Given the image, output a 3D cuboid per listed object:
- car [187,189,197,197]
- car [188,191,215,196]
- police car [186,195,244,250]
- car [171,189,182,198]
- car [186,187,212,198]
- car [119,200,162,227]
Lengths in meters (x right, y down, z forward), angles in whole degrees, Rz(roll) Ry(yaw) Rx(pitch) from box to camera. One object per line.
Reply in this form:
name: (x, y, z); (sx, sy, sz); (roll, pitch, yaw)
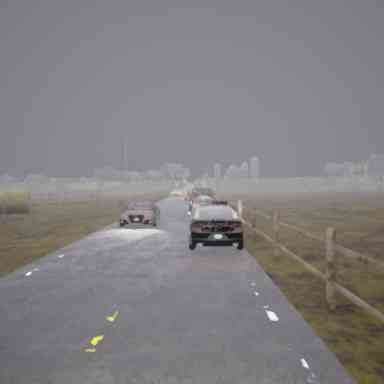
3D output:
car: (0.007, 0.215, 63.248); (1.812, 1.442, 4.674); (0, 1, 0)
car: (0.828, 0.967, 23.197); (1.801, 1.575, 5.366); (0, 1, 0)
police car: (0.827, 1.146, 13.118); (1.930, 1.638, 5.238); (0, 1, 0)
car: (-2.787, 0.231, 60.219); (1.882, 1.535, 5.008); (0, 1, 1)
car: (0.828, 0.616, 29.031); (2.150, 2.045, 5.566); (0, 1, 0)
car: (-2.847, 1.163, 18.959); (1.994, 1.385, 4.181); (0, 1, 0)
